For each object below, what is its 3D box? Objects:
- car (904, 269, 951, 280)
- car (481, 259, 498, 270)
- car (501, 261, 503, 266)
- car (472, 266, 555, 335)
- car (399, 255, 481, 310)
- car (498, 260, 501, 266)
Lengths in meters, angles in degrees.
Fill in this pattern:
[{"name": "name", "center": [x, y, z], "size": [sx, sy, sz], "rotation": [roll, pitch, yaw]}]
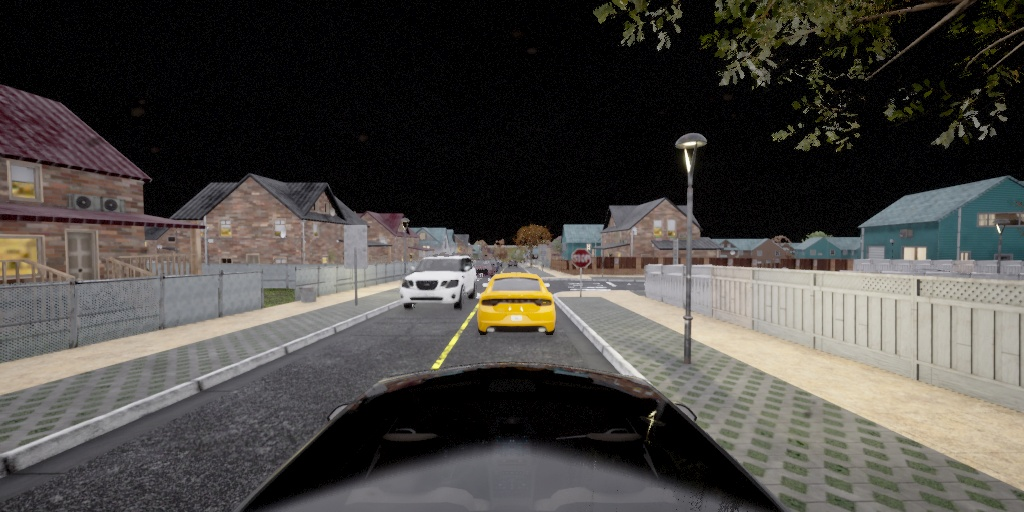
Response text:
[{"name": "car", "center": [25.438, 1.491, 22.235], "size": [4.181, 1.385, 1.994], "rotation": [1, 2, 16]}, {"name": "car", "center": [-2.811, 1.153, 35.510], "size": [2.097, 1.767, 4.553], "rotation": [0, 0, 0]}, {"name": "car", "center": [-2.781, 1.454, 55.702], "size": [2.033, 1.411, 5.357], "rotation": [0, 0, 0]}, {"name": "car", "center": [0.123, 1.227, 10.482], "size": [1.882, 1.535, 5.008], "rotation": [0, 0, 0]}, {"name": "car", "center": [-2.844, 0.969, 15.054], "size": [2.150, 2.045, 5.566], "rotation": [0, 0, 2]}, {"name": "car", "center": [-2.798, 1.196, 45.474], "size": [2.097, 1.767, 4.553], "rotation": [0, 0, 0]}]
